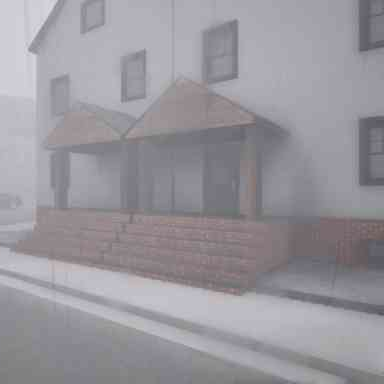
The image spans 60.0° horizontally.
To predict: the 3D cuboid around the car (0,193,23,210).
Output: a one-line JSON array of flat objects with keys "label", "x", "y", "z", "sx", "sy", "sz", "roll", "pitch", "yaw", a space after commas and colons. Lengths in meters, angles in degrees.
[{"label": "car", "x": -16.187, "y": 0.890, "z": 26.550, "sx": 1.837, "sy": 1.490, "sz": 4.892, "roll": 0, "pitch": 7, "yaw": 35}]
